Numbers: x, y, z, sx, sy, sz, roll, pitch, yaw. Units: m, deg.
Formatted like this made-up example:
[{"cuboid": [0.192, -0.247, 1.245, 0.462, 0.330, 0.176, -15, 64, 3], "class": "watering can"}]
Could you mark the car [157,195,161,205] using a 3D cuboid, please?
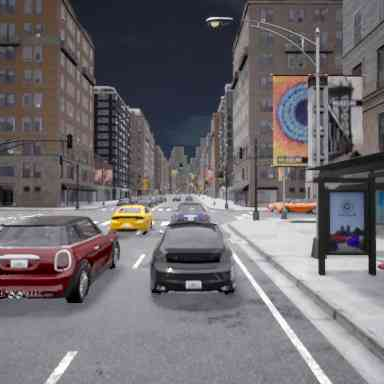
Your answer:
[{"cuboid": [-7.072, 1.613, 58.857, 1.812, 1.442, 4.674, 0, 0, 0], "class": "car"}]

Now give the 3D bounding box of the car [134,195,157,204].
[{"cuboid": [-7.014, 1.429, 50.281, 2.097, 1.767, 4.553, 0, 0, 0], "class": "car"}]

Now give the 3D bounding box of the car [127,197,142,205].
[{"cuboid": [-10.318, 1.593, 60.123, 1.837, 1.490, 4.892, 0, 0, 0], "class": "car"}]

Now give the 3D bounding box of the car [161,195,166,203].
[{"cuboid": [-7.068, 1.663, 68.865, 1.994, 1.385, 4.181, 0, 0, 0], "class": "car"}]

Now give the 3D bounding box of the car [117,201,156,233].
[{"cuboid": [-3.377, 1.508, 19.241, 1.882, 1.535, 5.008, 0, 0, -2], "class": "car"}]

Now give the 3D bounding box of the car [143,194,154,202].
[{"cuboid": [-10.412, 1.465, 80.485, 2.097, 1.767, 4.553, 0, 0, 0], "class": "car"}]

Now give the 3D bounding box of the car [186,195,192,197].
[{"cuboid": [-0.679, 1.637, 82.616, 2.128, 1.511, 4.902, 0, 0, 0], "class": "car"}]

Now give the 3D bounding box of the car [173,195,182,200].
[{"cuboid": [-4.004, 1.471, 91.924, 2.128, 1.511, 4.902, 0, 0, 0], "class": "car"}]

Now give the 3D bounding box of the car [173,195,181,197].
[{"cuboid": [-3.924, 1.699, 81.951, 1.895, 1.301, 4.718, 0, 0, 0], "class": "car"}]

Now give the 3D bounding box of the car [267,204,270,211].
[{"cuboid": [11.130, 1.524, 38.996, 4.553, 1.767, 2.097, 0, -1, -1], "class": "car"}]

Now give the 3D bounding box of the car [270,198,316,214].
[{"cuboid": [11.190, 1.477, 35.748, 4.553, 1.767, 2.097, 0, -1, -1], "class": "car"}]

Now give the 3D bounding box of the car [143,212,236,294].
[{"cuboid": [0.008, 1.519, 8.804, 1.837, 1.490, 4.892, 0, 0, -1], "class": "car"}]

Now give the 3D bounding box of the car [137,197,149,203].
[{"cuboid": [-10.329, 1.695, 70.171, 1.895, 1.301, 4.718, 0, 0, 0], "class": "car"}]

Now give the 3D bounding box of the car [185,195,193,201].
[{"cuboid": [-0.760, 1.639, 92.718, 2.128, 1.511, 4.902, 0, 0, 0], "class": "car"}]

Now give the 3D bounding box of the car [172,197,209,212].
[{"cuboid": [-0.074, 1.381, 19.298, 2.097, 1.767, 4.553, 0, 0, 0], "class": "car"}]

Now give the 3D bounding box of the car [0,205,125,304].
[{"cuboid": [-3.236, 1.364, 8.320, 2.097, 1.767, 4.553, 0, 0, -1], "class": "car"}]

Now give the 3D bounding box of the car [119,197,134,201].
[{"cuboid": [-10.272, 1.642, 51.303, 1.994, 1.385, 4.181, 0, 0, -1], "class": "car"}]
